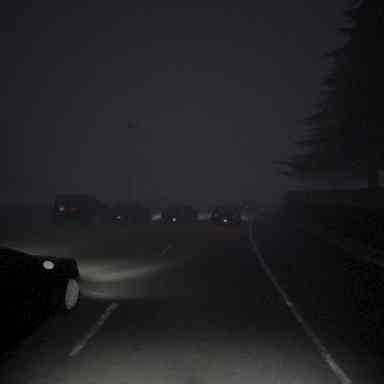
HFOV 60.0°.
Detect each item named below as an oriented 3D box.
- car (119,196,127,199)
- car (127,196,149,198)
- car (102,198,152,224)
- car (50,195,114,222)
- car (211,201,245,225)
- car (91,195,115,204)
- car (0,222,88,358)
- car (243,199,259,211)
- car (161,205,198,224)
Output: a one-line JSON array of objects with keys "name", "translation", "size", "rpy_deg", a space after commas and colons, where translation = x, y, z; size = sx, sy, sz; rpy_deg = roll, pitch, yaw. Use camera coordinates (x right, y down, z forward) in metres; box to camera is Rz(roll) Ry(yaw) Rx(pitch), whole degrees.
[{"name": "car", "translation": [-13.100, 1.512, 66.176], "size": [1.812, 1.442, 4.674], "rpy_deg": [0, 0, 25]}, {"name": "car", "translation": [-9.834, 1.470, 64.870], "size": [1.882, 1.535, 5.008], "rpy_deg": [0, 0, 25]}, {"name": "car", "translation": [-4.407, 1.487, 24.528], "size": [2.128, 1.511, 4.902], "rpy_deg": [0, 0, 11]}, {"name": "car", "translation": [-8.025, 1.209, 24.376], "size": [2.150, 2.045, 5.566], "rpy_deg": [0, 0, 10]}, {"name": "car", "translation": [2.636, 1.612, 24.227], "size": [1.895, 1.301, 4.718], "rpy_deg": [0, 0, 11]}, {"name": "car", "translation": [-17.363, 1.454, 65.197], "size": [1.882, 1.535, 5.008], "rpy_deg": [0, 0, 23]}, {"name": "car", "translation": [-3.206, 1.472, 4.589], "size": [1.882, 1.535, 5.008], "rpy_deg": [0, 0, 2]}, {"name": "car", "translation": [7.097, 1.551, 40.905], "size": [1.812, 1.442, 4.674], "rpy_deg": [0, 0, 18]}, {"name": "car", "translation": [-0.781, 1.605, 24.999], "size": [1.895, 1.301, 4.718], "rpy_deg": [0, 0, 11]}]
